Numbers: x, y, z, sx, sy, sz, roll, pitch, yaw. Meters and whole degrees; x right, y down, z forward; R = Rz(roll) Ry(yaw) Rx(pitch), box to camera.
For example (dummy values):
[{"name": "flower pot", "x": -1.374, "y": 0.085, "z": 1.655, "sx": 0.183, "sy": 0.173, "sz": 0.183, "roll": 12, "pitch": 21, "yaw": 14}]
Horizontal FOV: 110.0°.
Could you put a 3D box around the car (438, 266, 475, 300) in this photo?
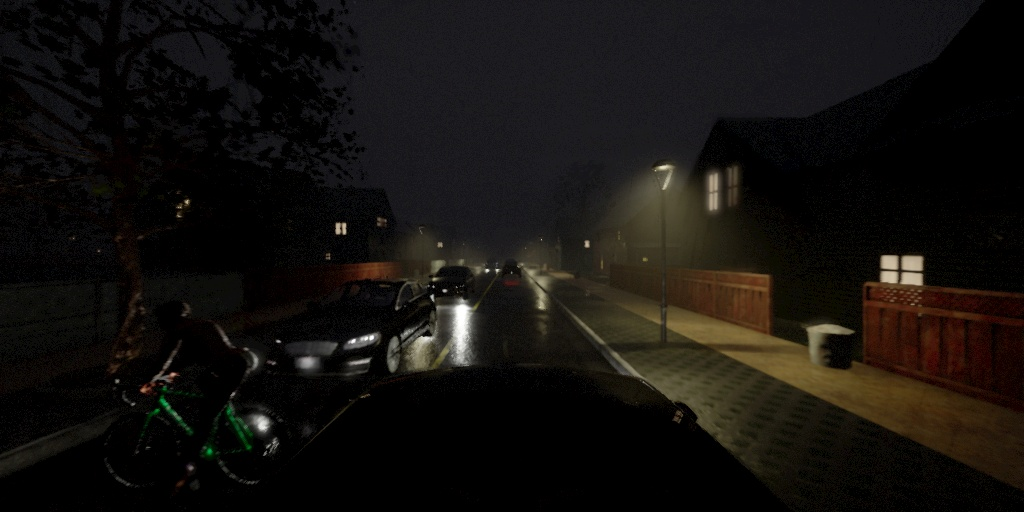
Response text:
[{"name": "car", "x": -2.907, "y": 1.257, "z": 17.892, "sx": 1.837, "sy": 1.490, "sz": 4.892, "roll": 0, "pitch": 0, "yaw": 0}]

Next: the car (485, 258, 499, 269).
[{"name": "car", "x": -3.065, "y": 1.113, "z": 56.150, "sx": 2.097, "sy": 1.767, "sz": 4.553, "roll": 0, "pitch": 0, "yaw": 0}]

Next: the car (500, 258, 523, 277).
[{"name": "car", "x": -0.046, "y": 1.261, "z": 35.249, "sx": 1.837, "sy": 1.490, "sz": 4.892, "roll": 0, "pitch": 0, "yaw": 0}]

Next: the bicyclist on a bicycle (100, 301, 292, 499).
[{"name": "bicyclist on a bicycle", "x": -2.724, "y": 1.204, "z": 3.073, "sx": 1.656, "sy": 1.620, "sz": 0.582, "roll": -2, "pitch": 0, "yaw": 0}]

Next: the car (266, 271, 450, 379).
[{"name": "car", "x": -2.868, "y": 1.243, "z": 7.495, "sx": 2.128, "sy": 1.511, "sz": 4.902, "roll": 0, "pitch": 0, "yaw": 0}]
